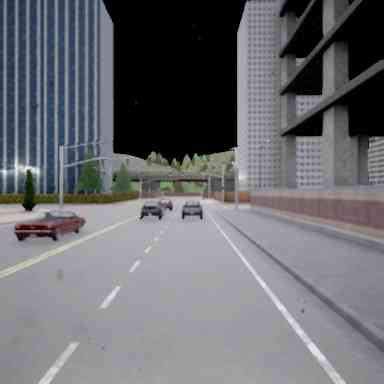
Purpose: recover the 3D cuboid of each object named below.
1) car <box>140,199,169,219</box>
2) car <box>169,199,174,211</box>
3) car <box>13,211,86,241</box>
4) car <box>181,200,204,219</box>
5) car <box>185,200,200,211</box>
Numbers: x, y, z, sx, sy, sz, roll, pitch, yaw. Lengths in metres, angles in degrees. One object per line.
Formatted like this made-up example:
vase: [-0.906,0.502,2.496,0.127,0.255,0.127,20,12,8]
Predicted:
car: [-3.455,1.591,29.871,1.837,1.490,4.892,0,0,0]
car: [-3.431,1.649,43.382,1.812,1.442,4.674,0,0,0]
car: [-7.085,1.649,17.034,1.895,1.301,4.718,0,0,0]
car: [0.047,1.579,30.219,2.128,1.511,4.902,0,0,0]
car: [0.066,1.723,42.768,1.895,1.301,4.718,0,0,0]
